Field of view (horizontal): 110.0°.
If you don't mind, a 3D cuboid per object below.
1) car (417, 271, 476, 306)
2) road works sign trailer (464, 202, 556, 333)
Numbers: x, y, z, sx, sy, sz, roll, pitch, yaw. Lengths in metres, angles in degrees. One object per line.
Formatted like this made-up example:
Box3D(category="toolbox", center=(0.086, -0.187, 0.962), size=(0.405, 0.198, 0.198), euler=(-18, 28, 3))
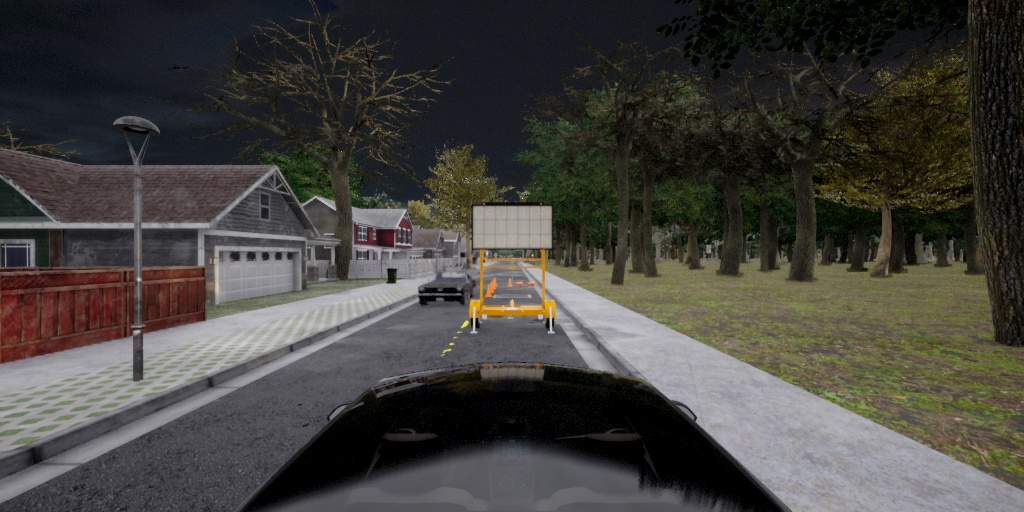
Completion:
Box3D(category="car", center=(-2.726, 1.351, 15.825), size=(1.895, 1.301, 4.718), euler=(0, 0, 0))
Box3D(category="road works sign trailer", center=(0.015, 0.214, 10.683), size=(2.380, 3.560, 2.880), euler=(0, 0, 0))
